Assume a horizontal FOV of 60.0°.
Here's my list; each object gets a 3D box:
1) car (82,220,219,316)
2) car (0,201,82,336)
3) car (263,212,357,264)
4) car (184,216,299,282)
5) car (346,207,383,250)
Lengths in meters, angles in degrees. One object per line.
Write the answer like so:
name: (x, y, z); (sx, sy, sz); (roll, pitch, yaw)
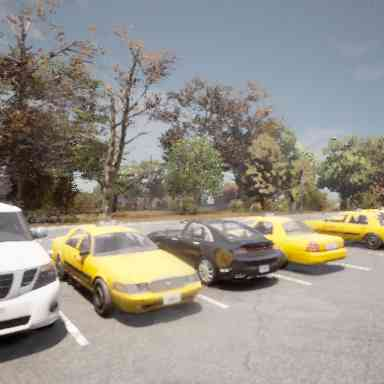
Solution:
car: (-1.886, 1.484, 7.872); (1.946, 1.575, 5.366); (0, 0, -35)
car: (-4.238, 1.228, 6.389); (2.435, 2.045, 5.566); (0, 0, -35)
car: (2.422, 1.498, 11.394); (1.946, 1.575, 5.366); (0, 0, -35)
car: (0.272, 1.495, 9.628); (2.231, 1.521, 4.892); (0, 0, -35)
car: (7.044, 1.516, 14.684); (1.946, 1.575, 5.366); (0, 0, -35)
